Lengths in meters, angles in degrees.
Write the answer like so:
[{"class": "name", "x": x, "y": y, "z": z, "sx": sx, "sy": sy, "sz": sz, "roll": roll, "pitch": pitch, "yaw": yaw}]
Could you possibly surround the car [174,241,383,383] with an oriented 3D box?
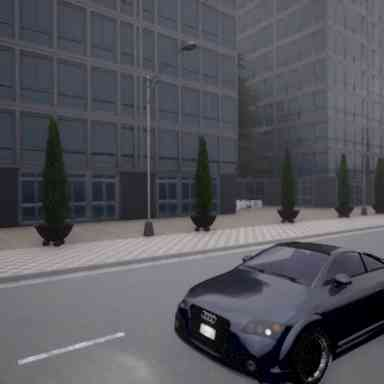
[{"class": "car", "x": 1.800, "y": 1.539, "z": 5.314, "sx": 4.181, "sy": 1.385, "sz": 1.994, "roll": 0, "pitch": 0, "yaw": -36}]
